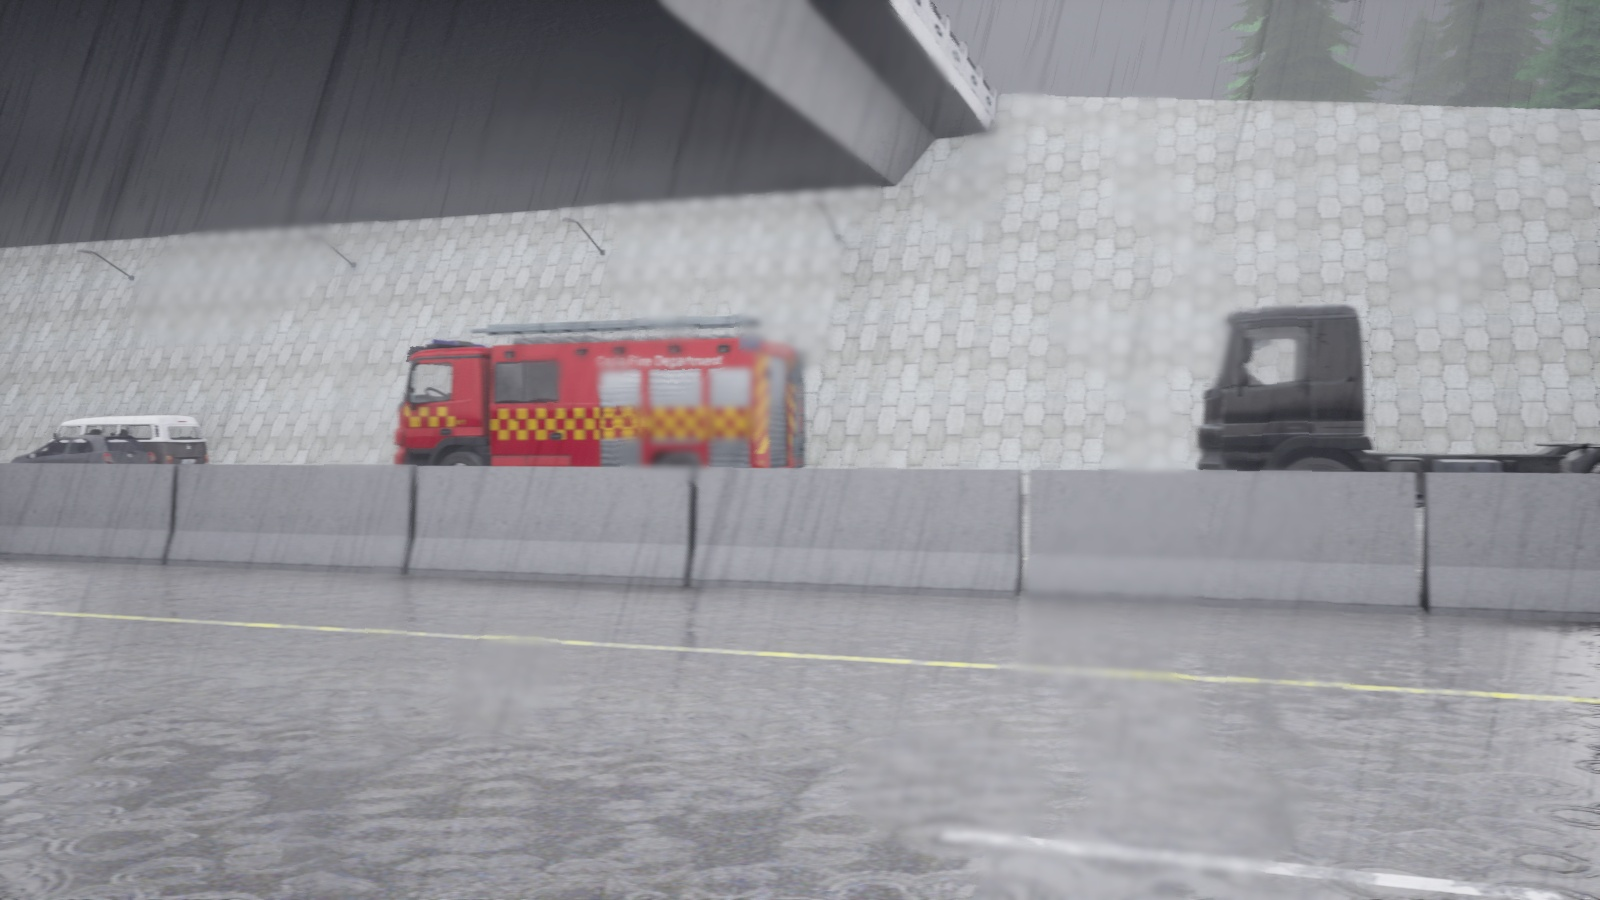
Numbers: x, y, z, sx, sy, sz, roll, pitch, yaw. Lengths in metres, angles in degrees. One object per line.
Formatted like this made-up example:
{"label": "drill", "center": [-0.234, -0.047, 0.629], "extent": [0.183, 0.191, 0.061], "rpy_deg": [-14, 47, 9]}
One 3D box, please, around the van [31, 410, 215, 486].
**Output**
{"label": "van", "center": [-19.090, -0.090, 35.455], "extent": [4.480, 2.038, 2.069], "rpy_deg": [1, 1, 19]}

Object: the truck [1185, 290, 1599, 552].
{"label": "truck", "center": [9.822, -0.412, 18.336], "extent": [7.936, 3.462, 2.891], "rpy_deg": [1, 1, 19]}

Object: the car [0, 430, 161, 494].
{"label": "car", "center": [-18.193, 0.268, 31.467], "extent": [3.633, 1.501, 1.845], "rpy_deg": [1, 1, 19]}

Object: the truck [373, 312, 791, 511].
{"label": "truck", "center": [-4.668, -0.788, 26.901], "extent": [8.468, 3.827, 2.891], "rpy_deg": [0, 1, 19]}
